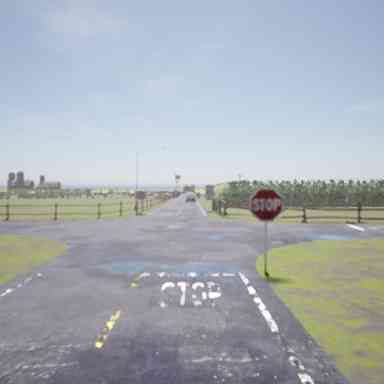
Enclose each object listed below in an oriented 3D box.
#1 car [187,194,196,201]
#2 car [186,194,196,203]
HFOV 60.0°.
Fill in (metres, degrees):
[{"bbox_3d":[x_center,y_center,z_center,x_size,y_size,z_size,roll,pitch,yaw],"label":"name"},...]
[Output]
[{"bbox_3d":[-0.230,1.273,77.910,2.033,1.411,5.357,0,0,0],"label":"car"},{"bbox_3d":[-0.200,1.272,67.876,2.097,1.767,4.553,0,0,0],"label":"car"}]
